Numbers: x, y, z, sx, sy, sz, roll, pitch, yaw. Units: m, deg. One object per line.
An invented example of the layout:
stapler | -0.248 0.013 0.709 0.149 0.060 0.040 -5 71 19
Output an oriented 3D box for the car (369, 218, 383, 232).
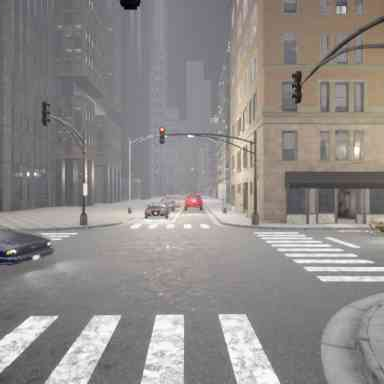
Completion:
car | 12.164 1.520 17.889 4.829 1.417 1.752 0 0 -1

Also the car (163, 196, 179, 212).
car | -2.981 1.506 39.421 2.128 1.511 4.902 0 0 0

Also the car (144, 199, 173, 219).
car | -3.014 1.574 29.566 1.994 1.385 4.181 0 0 0

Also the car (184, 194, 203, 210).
car | 0.216 1.238 42.444 2.150 2.045 5.566 0 0 0

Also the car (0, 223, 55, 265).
car | -7.159 1.568 10.632 5.357 1.411 2.033 0 0 16
